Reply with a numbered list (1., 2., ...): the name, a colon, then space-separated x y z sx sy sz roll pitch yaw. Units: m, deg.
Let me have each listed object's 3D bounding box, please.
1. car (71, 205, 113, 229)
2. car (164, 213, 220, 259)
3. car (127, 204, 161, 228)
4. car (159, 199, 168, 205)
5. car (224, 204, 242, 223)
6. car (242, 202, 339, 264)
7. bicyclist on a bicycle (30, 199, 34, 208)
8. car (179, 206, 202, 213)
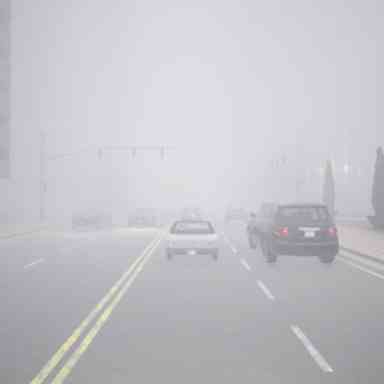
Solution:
1. car: -7.025 1.740 23.846 1.882 1.535 5.008 0 -1 0
2. car: 0.017 1.748 13.233 1.895 1.301 4.718 0 -1 0
3. car: -3.517 1.837 24.746 1.994 1.385 4.181 0 -1 1
4. car: -6.990 2.452 81.882 1.994 1.385 4.181 0 -1 0
5. car: 3.802 1.807 28.448 2.128 1.511 4.902 0 -1 7
6. car: 3.510 1.364 12.563 2.150 2.045 5.566 0 0 0
7. bicyclist on a bicycle: -26.412 1.904 54.936 0.582 1.620 1.656 0 0 -1
8. car: -0.072 1.851 27.520 2.033 1.411 5.357 0 -1 -2
